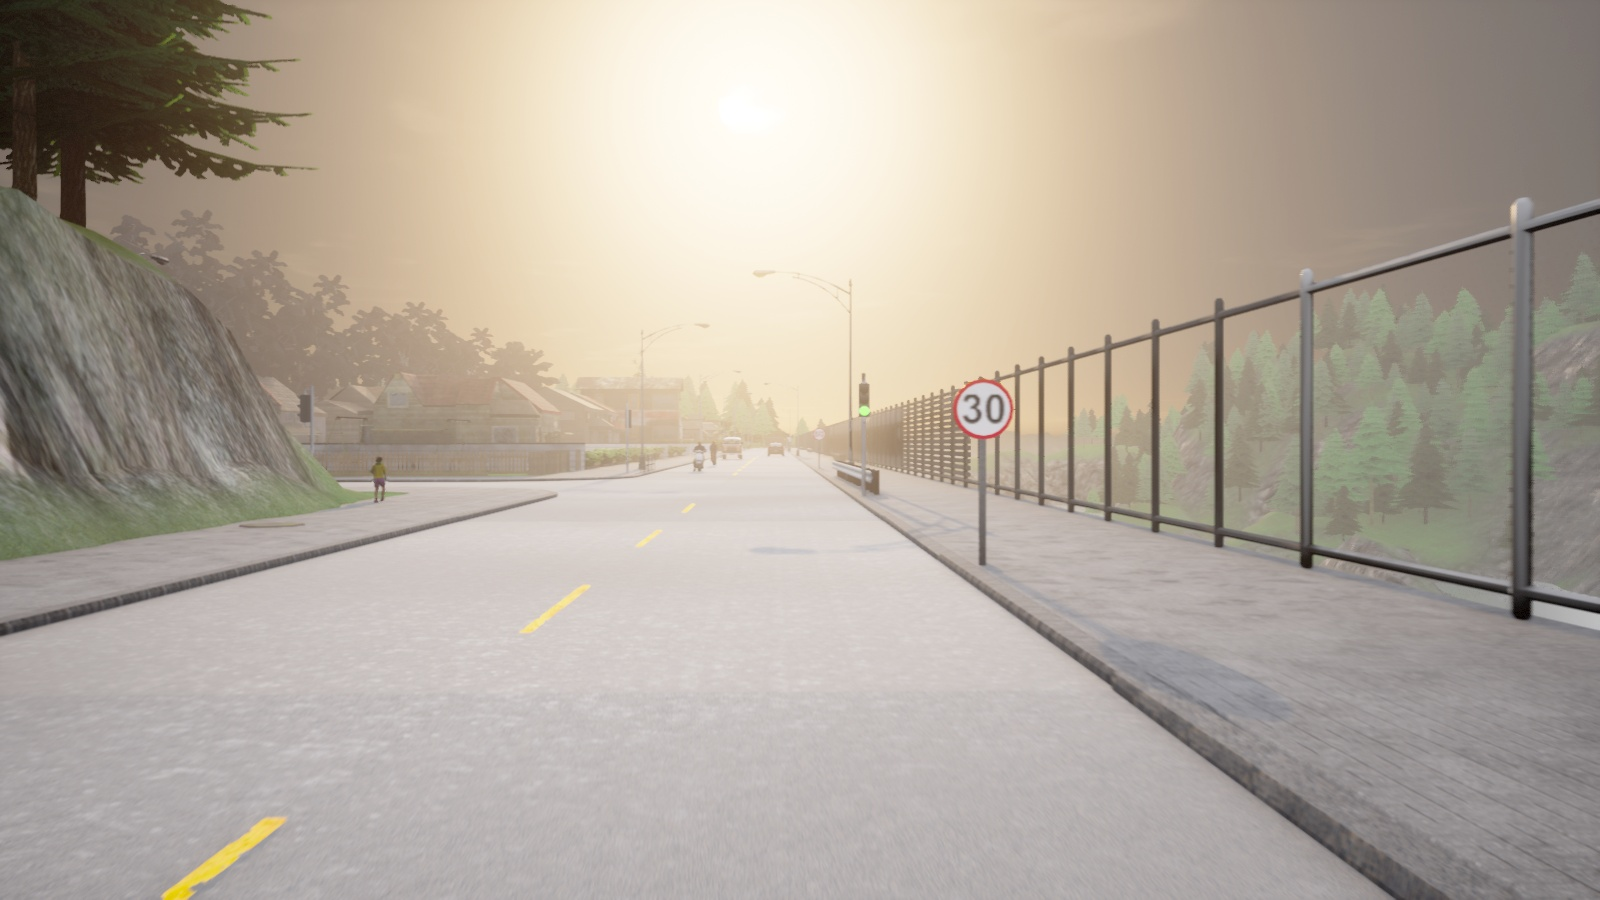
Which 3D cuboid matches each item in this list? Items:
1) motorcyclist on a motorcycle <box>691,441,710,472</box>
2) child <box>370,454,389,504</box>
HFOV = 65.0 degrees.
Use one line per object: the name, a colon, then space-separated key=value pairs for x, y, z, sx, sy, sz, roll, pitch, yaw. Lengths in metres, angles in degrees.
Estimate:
motorcyclist on a motorcycle: x=-5.179 y=0.326 z=65.493 sx=0.866 sy=1.590 sz=1.817 roll=0 pitch=0 yaw=-1
child: x=-9.802 y=0.665 z=29.280 sx=0.299 sy=1.160 sz=0.473 roll=0 pitch=0 yaw=-1
